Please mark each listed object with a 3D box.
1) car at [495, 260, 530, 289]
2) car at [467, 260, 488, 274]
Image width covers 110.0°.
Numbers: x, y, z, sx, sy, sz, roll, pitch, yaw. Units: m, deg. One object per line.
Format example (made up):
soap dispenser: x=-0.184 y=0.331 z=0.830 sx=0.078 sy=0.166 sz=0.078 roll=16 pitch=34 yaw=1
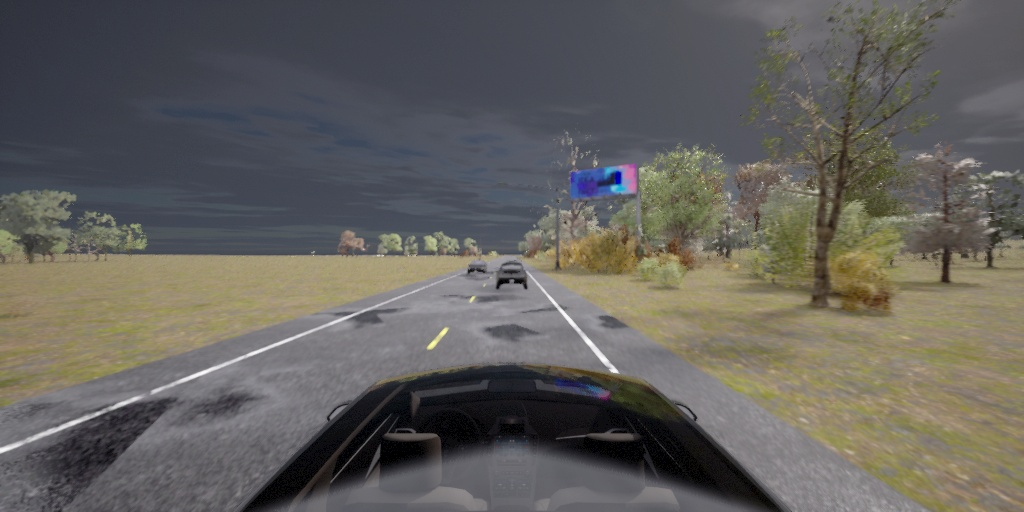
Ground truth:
car: x=0.007 y=1.140 z=22.064 sx=1.837 sy=1.490 sz=4.892 roll=0 pitch=0 yaw=1
car: x=-3.531 y=1.105 z=37.652 sx=2.033 sy=1.411 sz=5.357 roll=0 pitch=0 yaw=0
